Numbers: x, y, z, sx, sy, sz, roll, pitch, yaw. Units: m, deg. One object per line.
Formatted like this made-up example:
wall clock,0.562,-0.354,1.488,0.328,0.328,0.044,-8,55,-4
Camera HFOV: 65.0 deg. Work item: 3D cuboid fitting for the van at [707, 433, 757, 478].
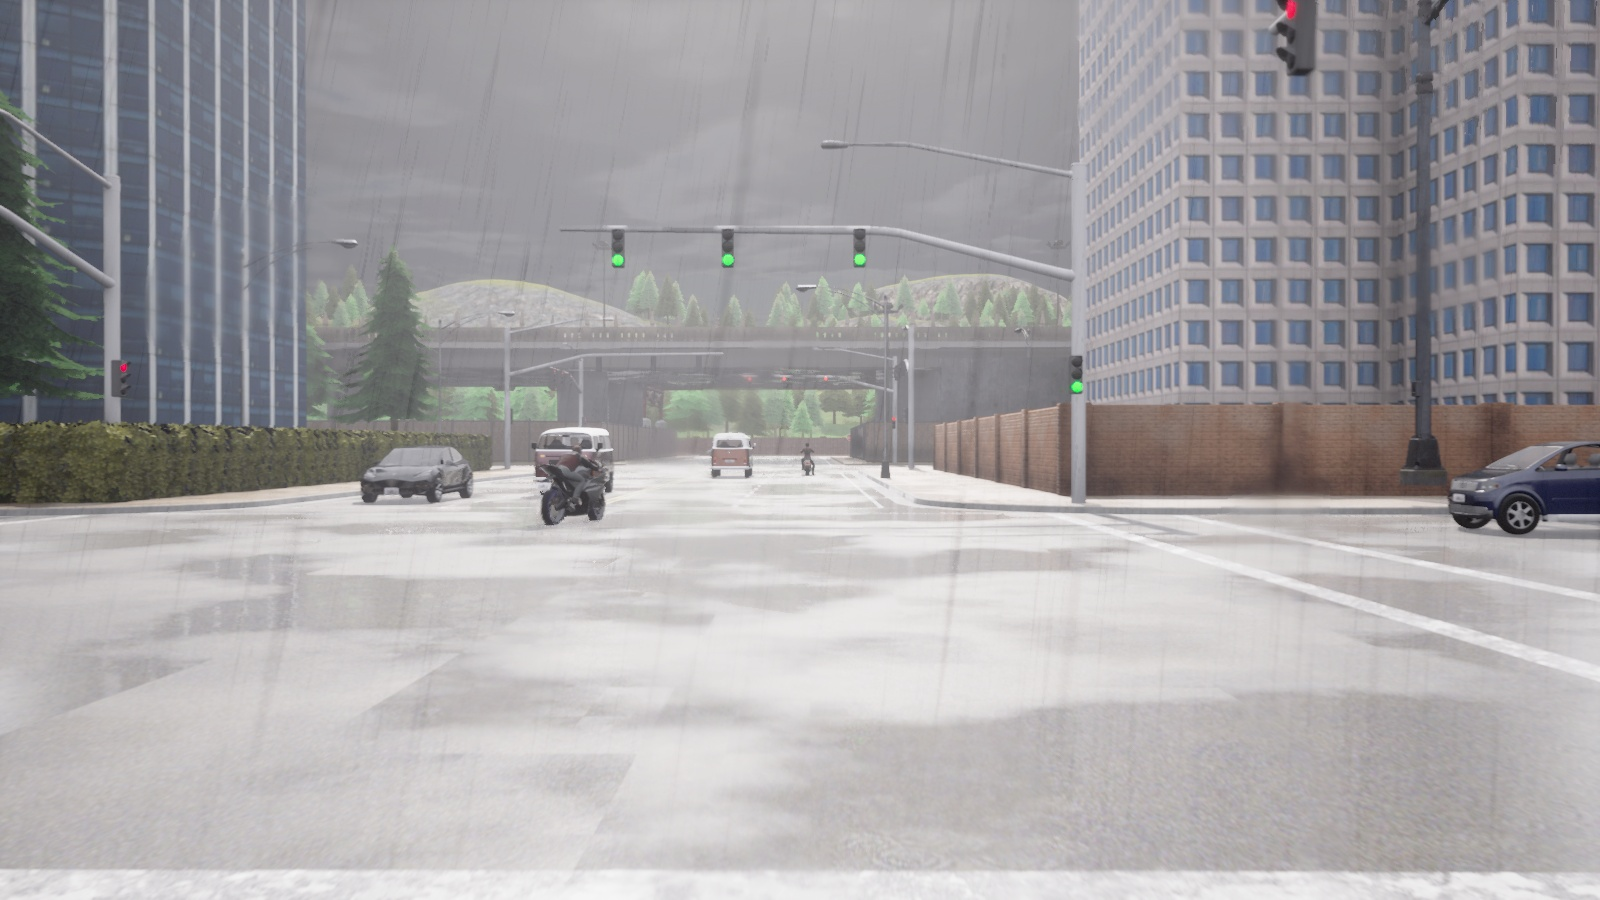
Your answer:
van,-3.153,0.227,58.713,2.069,2.038,4.480,0,0,0

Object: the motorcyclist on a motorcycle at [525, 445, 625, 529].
motorcyclist on a motorcycle,-4.300,0.679,24.176,0.866,1.530,2.191,-1,0,21

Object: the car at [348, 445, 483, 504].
car,-10.292,0.598,34.051,2.163,1.488,4.792,0,0,0

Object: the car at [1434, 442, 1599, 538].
car,13.053,0.648,21.299,3.705,1.549,1.789,0,0,1

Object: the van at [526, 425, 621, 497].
van,-6.771,0.309,37.993,2.069,2.038,4.480,0,0,0
